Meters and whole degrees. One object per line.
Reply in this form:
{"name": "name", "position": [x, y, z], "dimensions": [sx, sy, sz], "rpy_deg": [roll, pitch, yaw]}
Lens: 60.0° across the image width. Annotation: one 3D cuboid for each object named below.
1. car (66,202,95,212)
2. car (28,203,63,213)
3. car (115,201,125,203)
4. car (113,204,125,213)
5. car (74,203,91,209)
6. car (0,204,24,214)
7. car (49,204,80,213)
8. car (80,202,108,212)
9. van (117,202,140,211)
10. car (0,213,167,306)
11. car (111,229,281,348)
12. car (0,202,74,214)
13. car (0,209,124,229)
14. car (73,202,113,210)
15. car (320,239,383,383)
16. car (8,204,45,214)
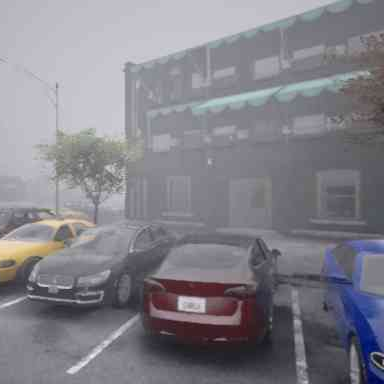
{"name": "car", "position": [-20.514, 2.806, 61.267], "dimensions": [4.553, 1.767, 2.185], "rpy_deg": [0, -2, 15]}
{"name": "car", "position": [-24.538, 2.723, 55.727], "dimensions": [5.366, 1.575, 1.946], "rpy_deg": [0, -2, 15]}
{"name": "car", "position": [-15.421, 2.952, 68.596], "dimensions": [5.566, 2.045, 2.435], "rpy_deg": [0, -2, 15]}
{"name": "car", "position": [-11.337, 2.611, 42.626], "dimensions": [4.674, 1.452, 2.002], "rpy_deg": [1, -1, 15]}
{"name": "car", "position": [-14.620, 2.366, 37.636], "dimensions": [5.366, 1.575, 1.946], "rpy_deg": [1, -2, 15]}
{"name": "car", "position": [-28.237, 2.519, 50.120], "dimensions": [4.892, 1.521, 2.231], "rpy_deg": [0, -2, 15]}
{"name": "car", "position": [-22.393, 2.858, 58.465], "dimensions": [4.792, 1.488, 2.163], "rpy_deg": [0, -2, 15]}
{"name": "car", "position": [-18.758, 2.896, 63.686], "dimensions": [4.553, 1.767, 2.185], "rpy_deg": [0, -2, 15]}
{"name": "van", "position": [-13.583, 3.067, 71.006], "dimensions": [4.442, 1.987, 1.878], "rpy_deg": [0, -2, 15]}
{"name": "car", "position": [-1.786, 1.501, 8.223], "dimensions": [2.231, 1.521, 4.892], "rpy_deg": [0, -1, 16]}
{"name": "car", "position": [0.626, 1.524, 6.525], "dimensions": [2.163, 1.488, 4.792], "rpy_deg": [0, -1, 16]}
{"name": "car", "position": [-6.584, 1.387, 11.691], "dimensions": [2.185, 1.767, 4.553], "rpy_deg": [0, -1, 16]}
{"name": "car", "position": [-4.231, 1.501, 9.760], "dimensions": [1.946, 1.575, 5.366], "rpy_deg": [0, -1, 16]}
{"name": "car", "position": [-13.032, 2.221, 40.162], "dimensions": [5.566, 2.045, 2.435], "rpy_deg": [1, -1, 15]}
{"name": "car", "position": [3.023, 1.488, 4.778], "dimensions": [2.097, 1.535, 5.008], "rpy_deg": [0, -1, 16]}
{"name": "car", "position": [-26.290, 2.623, 52.898], "dimensions": [4.892, 1.521, 2.231], "rpy_deg": [0, -2, 15]}
